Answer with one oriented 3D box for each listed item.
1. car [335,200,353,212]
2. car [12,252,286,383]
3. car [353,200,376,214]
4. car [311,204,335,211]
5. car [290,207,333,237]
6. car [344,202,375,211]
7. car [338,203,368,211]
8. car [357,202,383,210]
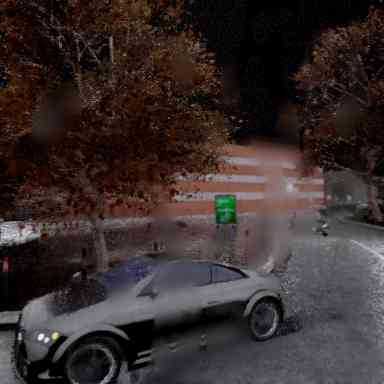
[{"bbox_3d":[28.090,2.518,60.806,2.435,2.045,5.566,0,-2,-41],"label":"car"},{"bbox_3d":[-0.533,1.725,5.373,4.181,1.385,1.994,0,-2,-30],"label":"car"},{"bbox_3d":[26.062,2.333,48.803,4.553,1.767,2.097,0,-2,-40],"label":"car"},{"bbox_3d":[17.071,2.529,45.317,4.892,1.490,1.837,1,-3,-42],"label":"car"},{"bbox_3d":[7.326,1.929,21.135,1.837,1.490,4.892,-2,-2,11],"label":"car"},{"bbox_3d":[32.387,2.795,64.477,2.097,1.535,5.008,0,-2,-41],"label":"car"},{"bbox_3d":[30.250,2.822,62.625,2.002,1.452,4.674,0,-2,-41],"label":"car"},{"bbox_3d":[36.665,2.857,68.168,2.002,1.452,4.674,0,-2,-41],"label":"car"}]
